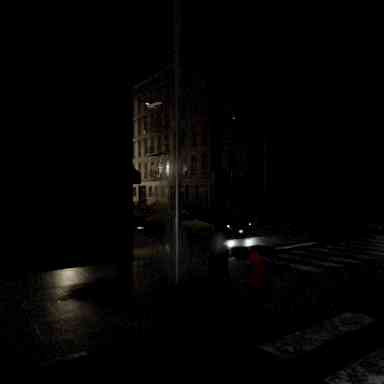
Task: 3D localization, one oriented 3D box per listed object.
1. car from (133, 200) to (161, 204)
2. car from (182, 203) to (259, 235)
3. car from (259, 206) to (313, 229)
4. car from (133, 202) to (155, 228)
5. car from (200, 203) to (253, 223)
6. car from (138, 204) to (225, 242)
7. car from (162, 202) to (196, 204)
[{"bbox_3d":[-4.906,1.516,27.001,2.128,1.511,4.902,0,0,-35],"label":"car"},{"bbox_3d":[1.011,1.565,18.735,2.033,1.411,5.357,0,0,-32],"label":"car"},{"bbox_3d":[5.731,1.557,21.523,1.947,1.339,4.313,0,0,-35],"label":"car"},{"bbox_3d":[-3.952,1.584,21.285,2.008,1.369,4.403,0,0,-35],"label":"car"},{"bbox_3d":[2.591,1.578,25.932,1.802,1.307,4.206,0,0,-35],"label":"car"},{"bbox_3d":[-0.713,1.554,16.737,1.752,1.417,4.829,0,0,-35],"label":"car"},{"bbox_3d":[-0.549,1.565,30.341,1.947,1.339,4.313,0,0,-35],"label":"car"}]
